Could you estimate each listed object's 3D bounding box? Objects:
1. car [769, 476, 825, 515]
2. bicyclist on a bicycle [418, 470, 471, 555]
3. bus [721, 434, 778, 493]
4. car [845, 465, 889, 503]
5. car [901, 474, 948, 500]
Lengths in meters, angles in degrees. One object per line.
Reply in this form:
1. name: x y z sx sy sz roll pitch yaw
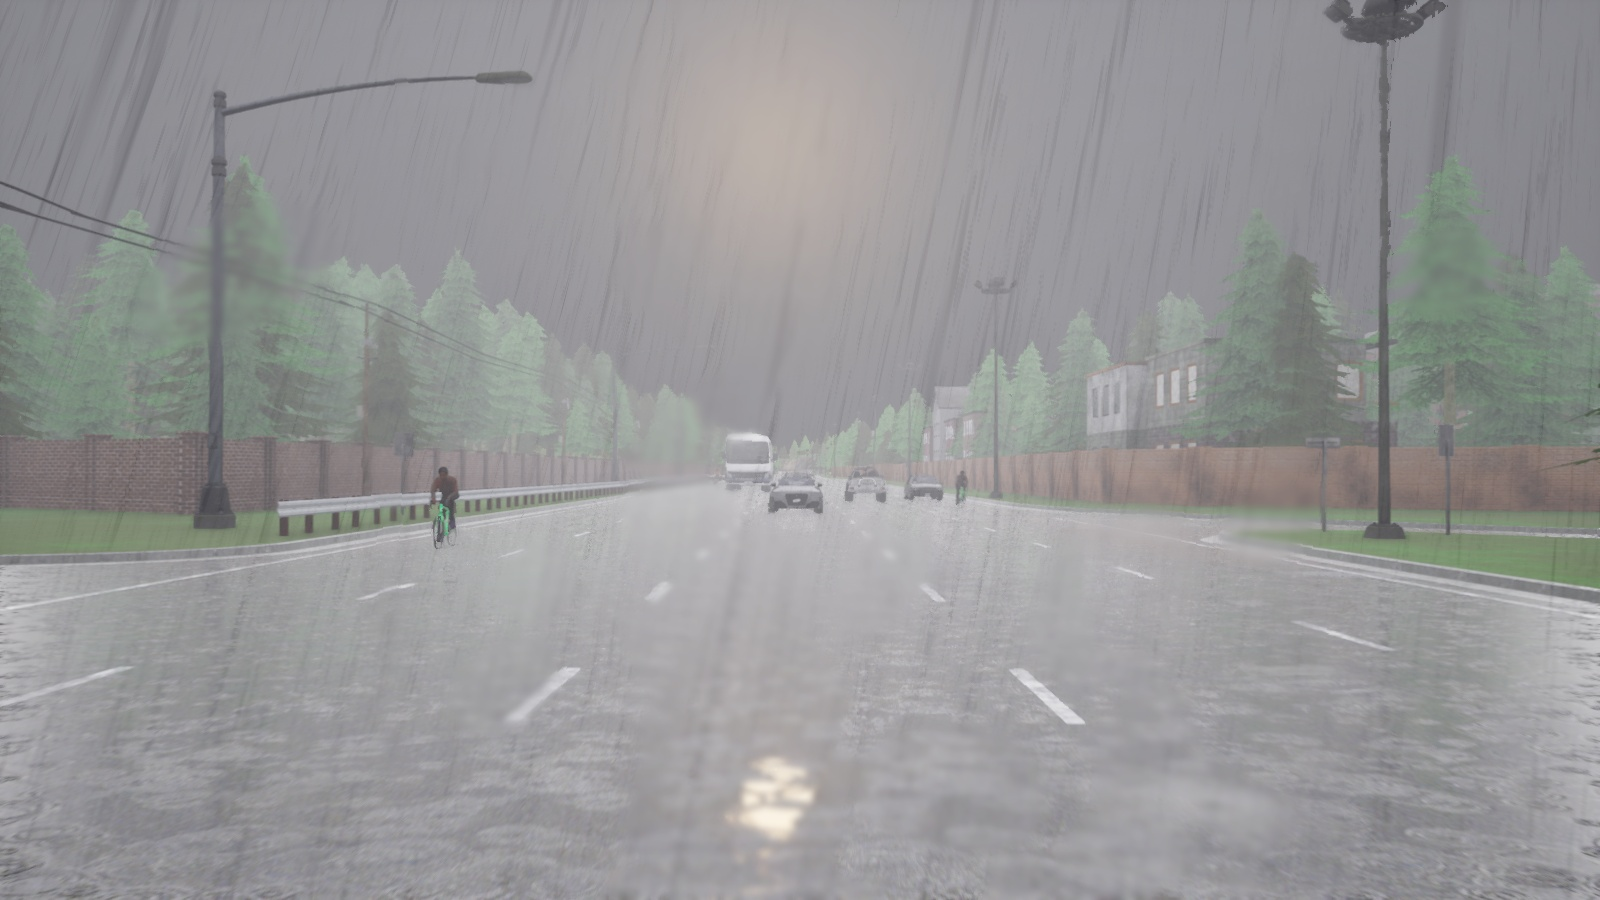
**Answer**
1. car: -0.114 1.676 46.941 1.994 1.385 4.181 0 -1 0
2. bicyclist on a bicycle: -7.061 1.220 24.975 0.582 1.620 1.656 0 0 0
3. bus: -3.736 1.070 95.232 3.944 4.253 10.273 0 -1 0
4. car: 3.345 1.697 63.524 1.932 1.855 4.605 0 -1 0
5. car: 6.832 2.016 69.577 2.033 1.411 5.357 0 -1 0
